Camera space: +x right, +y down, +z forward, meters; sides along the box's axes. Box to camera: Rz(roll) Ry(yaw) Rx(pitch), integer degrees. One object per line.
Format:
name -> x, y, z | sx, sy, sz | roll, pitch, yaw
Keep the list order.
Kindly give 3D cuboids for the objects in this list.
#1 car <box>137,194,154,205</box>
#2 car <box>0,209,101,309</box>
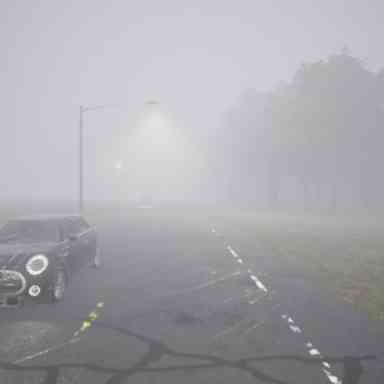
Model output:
car -> -7.088, 1.270, 52.145 | 2.128, 1.511, 4.902 | 0, 0, -7
car -> -3.746, 1.368, 8.127 | 2.097, 1.767, 4.553 | 0, 0, -1
